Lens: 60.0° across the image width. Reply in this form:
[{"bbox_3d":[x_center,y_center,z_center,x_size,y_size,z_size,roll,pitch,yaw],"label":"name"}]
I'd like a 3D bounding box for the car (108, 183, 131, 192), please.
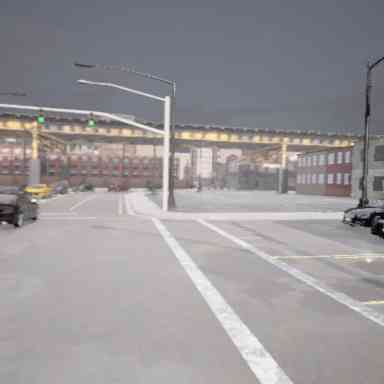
[{"bbox_3d":[-13.180,-0.939,60.706,2.097,1.767,4.553,2,2,28],"label":"car"}]

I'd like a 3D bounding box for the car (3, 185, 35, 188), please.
[{"bbox_3d":[-14.904,0.257,27.601,1.837,1.490,4.892,1,2,-12],"label":"car"}]

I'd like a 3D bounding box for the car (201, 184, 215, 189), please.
[{"bbox_3d":[5.196,-1.413,92.189,2.038,1.542,4.974,0,2,-41],"label":"car"}]

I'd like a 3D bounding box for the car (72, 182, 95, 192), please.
[{"bbox_3d":[-18.443,-0.934,56.580,2.097,1.767,4.553,2,2,11],"label":"car"}]

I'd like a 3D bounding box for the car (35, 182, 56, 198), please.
[{"bbox_3d":[-16.771,-0.112,36.615,1.882,1.535,5.008,1,2,-11],"label":"car"}]

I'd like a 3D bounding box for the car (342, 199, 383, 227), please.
[{"bbox_3d":[9.988,1.081,16.595,4.902,1.511,2.128,0,2,-11],"label":"car"}]

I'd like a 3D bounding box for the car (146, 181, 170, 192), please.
[{"bbox_3d":[-6.648,-1.157,68.396,5.566,2.045,2.150,0,2,-36],"label":"car"}]

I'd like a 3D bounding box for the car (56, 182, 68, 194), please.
[{"bbox_3d":[-18.767,-0.610,46.457,2.097,1.767,4.553,1,2,-10],"label":"car"}]

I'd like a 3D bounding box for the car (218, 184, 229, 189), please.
[{"bbox_3d":[8.634,-1.437,90.739,1.853,1.218,4.536,2,2,19],"label":"car"}]

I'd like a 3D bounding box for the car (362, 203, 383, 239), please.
[{"bbox_3d":[9.261,1.271,12.899,4.181,1.385,1.994,0,2,-11],"label":"car"}]

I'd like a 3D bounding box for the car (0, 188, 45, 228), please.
[{"bbox_3d":[-8.661,0.759,15.716,1.882,1.535,5.008,1,1,-12],"label":"car"}]

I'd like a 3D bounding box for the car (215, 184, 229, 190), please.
[{"bbox_3d":[8.613,-1.279,90.695,2.038,1.542,4.974,2,2,19],"label":"car"}]

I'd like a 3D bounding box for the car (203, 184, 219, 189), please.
[{"bbox_3d":[5.166,-1.572,92.223,1.853,1.218,4.536,0,2,-41],"label":"car"}]
